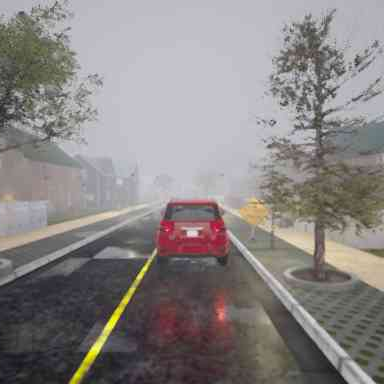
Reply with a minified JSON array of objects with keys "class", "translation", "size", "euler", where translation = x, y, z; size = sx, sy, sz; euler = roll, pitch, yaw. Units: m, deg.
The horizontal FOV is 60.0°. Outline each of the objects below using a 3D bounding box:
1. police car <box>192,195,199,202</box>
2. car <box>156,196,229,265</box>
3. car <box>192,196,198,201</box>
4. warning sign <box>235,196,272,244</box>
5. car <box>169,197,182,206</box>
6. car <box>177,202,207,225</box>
[{"class":"police car","translation":[0.847,1.675,83.940],"size":[1.930,1.638,5.238],"euler":[0,0,0]},{"class":"car","translation":[0.033,1.223,11.833],"size":[2.150,2.045,5.566],"euler":[0,0,1]},{"class":"car","translation":[0.851,1.822,93.831],"size":[1.837,1.490,4.892],"euler":[0,0,0]},{"class":"warning sign","translation":[2.533,1.116,13.802],"size":[1.300,1.860,1.060],"euler":[1,1,0]},{"class":"car","translation":[-2.793,1.588,57.339],"size":[1.882,1.535,5.008],"euler":[0,0,0]},{"class":"car","translation":[0.027,1.561,25.814],"size":[2.033,1.411,5.357],"euler":[0,0,0]}]
